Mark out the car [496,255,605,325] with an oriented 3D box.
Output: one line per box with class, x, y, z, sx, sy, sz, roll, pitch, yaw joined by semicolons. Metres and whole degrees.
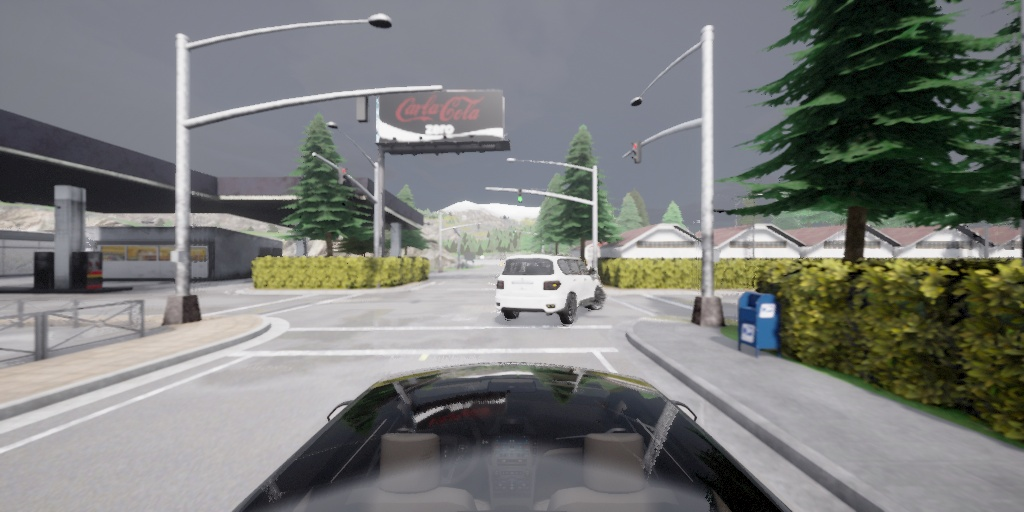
car;1.484;1.017;12.320;2.150;2.045;5.566;-1;-1;26
